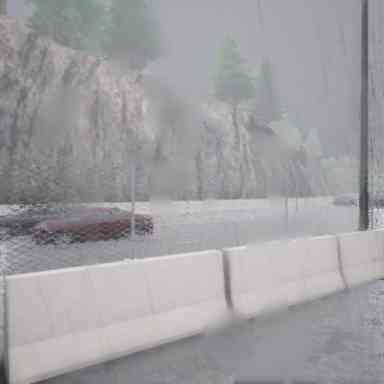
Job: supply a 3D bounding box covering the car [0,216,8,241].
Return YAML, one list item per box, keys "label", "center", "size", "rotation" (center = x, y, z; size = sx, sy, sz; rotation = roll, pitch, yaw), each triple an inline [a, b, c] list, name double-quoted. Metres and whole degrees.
- label: "car"
  center: [-7.458, 1.396, 15.956]
  size: [4.892, 1.490, 1.837]
  rotation: [0, 1, -35]

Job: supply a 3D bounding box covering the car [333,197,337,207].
- label: "car"
  center: [21.911, 1.178, 47.772]
  size: [2.097, 1.767, 4.553]
  rotation: [0, 0, 40]
